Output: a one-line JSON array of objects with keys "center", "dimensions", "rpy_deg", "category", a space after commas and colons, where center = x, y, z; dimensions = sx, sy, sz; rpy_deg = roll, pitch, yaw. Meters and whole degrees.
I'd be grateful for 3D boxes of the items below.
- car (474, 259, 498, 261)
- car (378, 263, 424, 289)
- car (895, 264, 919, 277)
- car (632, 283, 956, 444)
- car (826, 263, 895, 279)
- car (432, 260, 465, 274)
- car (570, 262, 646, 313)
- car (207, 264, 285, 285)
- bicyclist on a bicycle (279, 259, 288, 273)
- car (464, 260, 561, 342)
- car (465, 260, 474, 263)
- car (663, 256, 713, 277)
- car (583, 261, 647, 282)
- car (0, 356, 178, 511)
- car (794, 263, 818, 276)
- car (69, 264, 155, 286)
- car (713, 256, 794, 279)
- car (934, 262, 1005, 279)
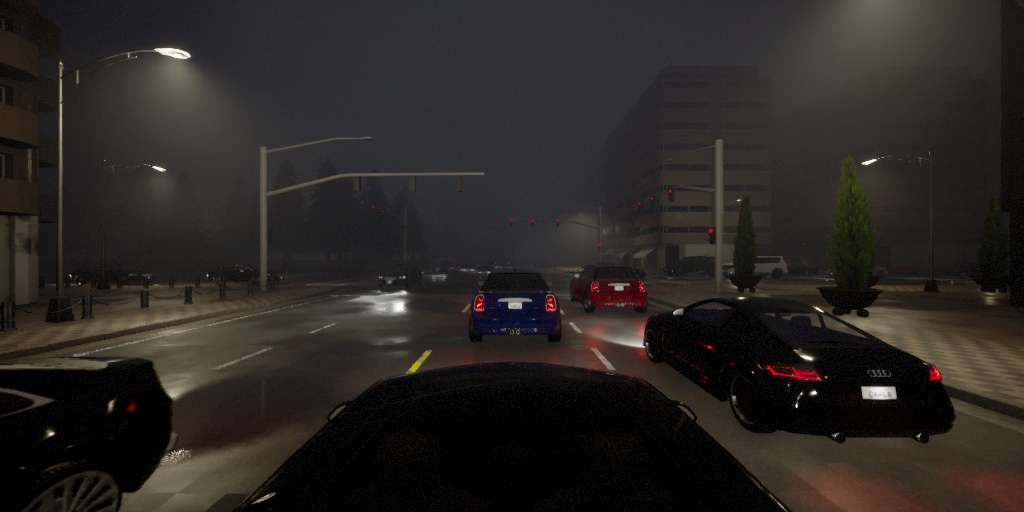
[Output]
[{"center": [-3.421, 1.297, 47.767], "dimensions": [2.033, 1.411, 5.357], "rpy_deg": [0, 0, 1], "category": "car"}, {"center": [-7.057, 1.245, 23.142], "dimensions": [2.128, 1.511, 4.902], "rpy_deg": [0, 0, 0], "category": "car"}, {"center": [38.238, 1.406, 36.598], "dimensions": [4.718, 1.301, 1.895], "rpy_deg": [0, 0, 0], "category": "car"}, {"center": [3.608, 1.314, 5.531], "dimensions": [1.994, 1.385, 4.181], "rpy_deg": [0, 0, 0], "category": "car"}, {"center": [31.815, 1.331, 33.081], "dimensions": [4.674, 1.442, 1.812], "rpy_deg": [0, 0, 0], "category": "car"}, {"center": [-7.601, 1.250, 41.675], "dimensions": [2.128, 1.511, 4.902], "rpy_deg": [1, 0, 12], "category": "car"}, {"center": [3.609, 1.102, 14.172], "dimensions": [2.097, 1.767, 4.553], "rpy_deg": [0, 0, 0], "category": "car"}, {"center": [-18.988, 1.297, 25.704], "dimensions": [4.902, 1.511, 2.128], "rpy_deg": [0, 0, 0], "category": "car"}, {"center": [-25.600, 1.106, 40.164], "dimensions": [0.582, 1.620, 1.656], "rpy_deg": [0, 0, 0], "category": "bicyclist on a bicycle"}, {"center": [0.085, 1.102, 9.945], "dimensions": [2.097, 1.767, 4.553], "rpy_deg": [0, 0, 0], "category": "car"}, {"center": [-6.442, 1.314, 55.874], "dimensions": [1.994, 1.385, 4.181], "rpy_deg": [0, 0, 6], "category": "car"}, {"center": [18.432, 1.027, 36.537], "dimensions": [5.566, 2.045, 2.150], "rpy_deg": [0, 0, 0], "category": "car"}, {"center": [8.515, 1.250, 29.925], "dimensions": [5.008, 1.535, 1.882], "rpy_deg": [1, 1, 15], "category": "car"}, {"center": [-3.602, 1.241, 0.768], "dimensions": [2.128, 1.511, 4.902], "rpy_deg": [0, 0, 0], "category": "car"}, {"center": [28.192, 1.406, 36.571], "dimensions": [4.718, 1.301, 1.895], "rpy_deg": [0, 0, 0], "category": "car"}, {"center": [-28.522, 1.297, 25.671], "dimensions": [4.902, 1.511, 2.128], "rpy_deg": [0, 0, 0], "category": "car"}, {"center": [22.178, 1.027, 33.051], "dimensions": [5.566, 2.045, 2.150], "rpy_deg": [0, 0, 0], "category": "car"}, {"center": [42.139, 1.283, 33.101], "dimensions": [5.008, 1.535, 1.882], "rpy_deg": [0, 0, 0], "category": "car"}]
